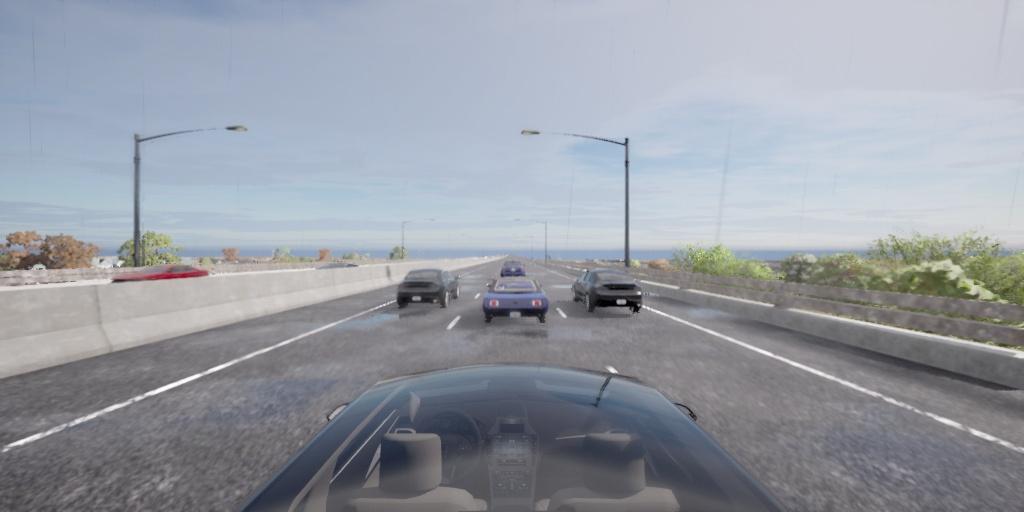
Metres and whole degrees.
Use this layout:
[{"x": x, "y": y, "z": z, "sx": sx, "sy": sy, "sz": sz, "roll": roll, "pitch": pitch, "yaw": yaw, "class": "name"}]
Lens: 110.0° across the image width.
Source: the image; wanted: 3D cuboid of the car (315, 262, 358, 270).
[{"x": -14.090, "y": 1.293, "z": 29.354, "sx": 1.837, "sy": 1.490, "sz": 4.892, "roll": 0, "pitch": 0, "yaw": 0, "class": "car"}]

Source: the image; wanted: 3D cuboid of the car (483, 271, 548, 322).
[{"x": 0.098, "y": 1.366, "z": 12.321, "sx": 1.895, "sy": 1.301, "sz": 4.718, "roll": 0, "pitch": 0, "yaw": 0, "class": "car"}]

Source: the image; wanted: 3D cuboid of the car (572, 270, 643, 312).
[{"x": 3.598, "y": 1.272, "z": 14.211, "sx": 1.837, "sy": 1.490, "sz": 4.892, "roll": 0, "pitch": 0, "yaw": 0, "class": "car"}]

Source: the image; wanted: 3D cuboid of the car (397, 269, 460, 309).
[{"x": -3.402, "y": 1.273, "z": 15.211, "sx": 1.837, "sy": 1.490, "sz": 4.892, "roll": 0, "pitch": 0, "yaw": 0, "class": "car"}]

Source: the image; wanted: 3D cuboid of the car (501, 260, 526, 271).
[{"x": 0.095, "y": 1.142, "z": 31.272, "sx": 2.097, "sy": 1.767, "sz": 4.553, "roll": 0, "pitch": 0, "yaw": 0, "class": "car"}]

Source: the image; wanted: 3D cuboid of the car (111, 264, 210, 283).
[{"x": -21.100, "y": 1.256, "z": 21.780, "sx": 1.882, "sy": 1.535, "sz": 5.008, "roll": 0, "pitch": 0, "yaw": 0, "class": "car"}]
